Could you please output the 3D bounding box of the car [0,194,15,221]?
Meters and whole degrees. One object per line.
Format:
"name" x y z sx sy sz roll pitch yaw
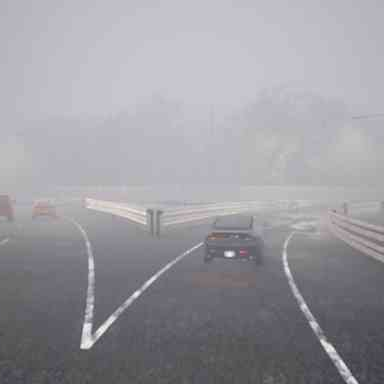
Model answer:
"car" -15.414 1.194 26.405 2.150 2.045 5.566 0 0 -28

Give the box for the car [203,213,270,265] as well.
"car" 1.672 1.525 11.890 1.837 1.490 4.892 -1 0 14

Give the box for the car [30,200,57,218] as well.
"car" -13.398 1.462 29.938 1.882 1.535 5.008 0 0 -29
